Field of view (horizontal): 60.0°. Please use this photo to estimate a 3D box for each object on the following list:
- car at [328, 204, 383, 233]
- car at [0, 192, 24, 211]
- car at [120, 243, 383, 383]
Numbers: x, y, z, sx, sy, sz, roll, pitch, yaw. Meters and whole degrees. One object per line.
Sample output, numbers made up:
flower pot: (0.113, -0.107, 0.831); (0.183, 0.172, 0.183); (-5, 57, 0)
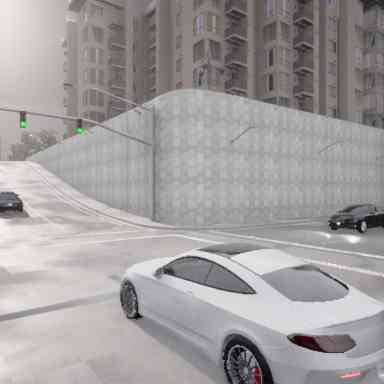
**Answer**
car: (10.069, 1.501, 19.787); (4.892, 1.490, 1.837); (0, 0, -36)
car: (-14.551, 0.651, 26.055); (1.994, 1.385, 4.181); (0, 7, -36)
car: (0.526, 1.528, 5.092); (1.812, 1.442, 4.674); (0, 0, -36)
